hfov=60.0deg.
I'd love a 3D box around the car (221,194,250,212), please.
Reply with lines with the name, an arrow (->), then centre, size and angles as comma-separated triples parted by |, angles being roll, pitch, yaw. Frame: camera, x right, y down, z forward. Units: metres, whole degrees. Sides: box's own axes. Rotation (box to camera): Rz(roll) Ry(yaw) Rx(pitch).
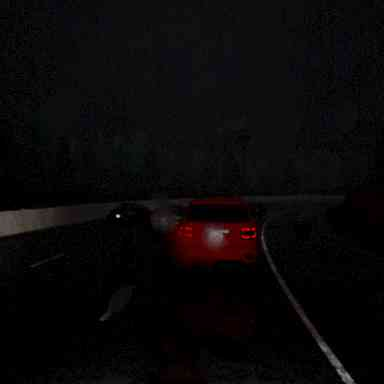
car -> 4.900, 1.162, 36.926 | 2.097, 1.767, 4.553 | 0, 0, 24

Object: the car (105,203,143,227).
car -> -3.990, 1.420, 21.945 | 1.994, 1.385, 4.181 | 0, 0, 13

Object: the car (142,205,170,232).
car -> -1.032, 1.450, 19.094 | 1.994, 1.385, 4.181 | 0, 0, 12

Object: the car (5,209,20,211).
car -> -12.017, 1.385, 18.997 | 2.033, 1.411, 5.357 | 0, 0, 11

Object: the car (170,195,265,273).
car -> 0.941, 1.163, 10.773 | 2.150, 2.045, 5.566 | 0, 0, 7

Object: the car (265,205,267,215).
car -> 5.374, 1.458, 28.951 | 1.895, 1.301, 4.718 | 0, 0, 19
